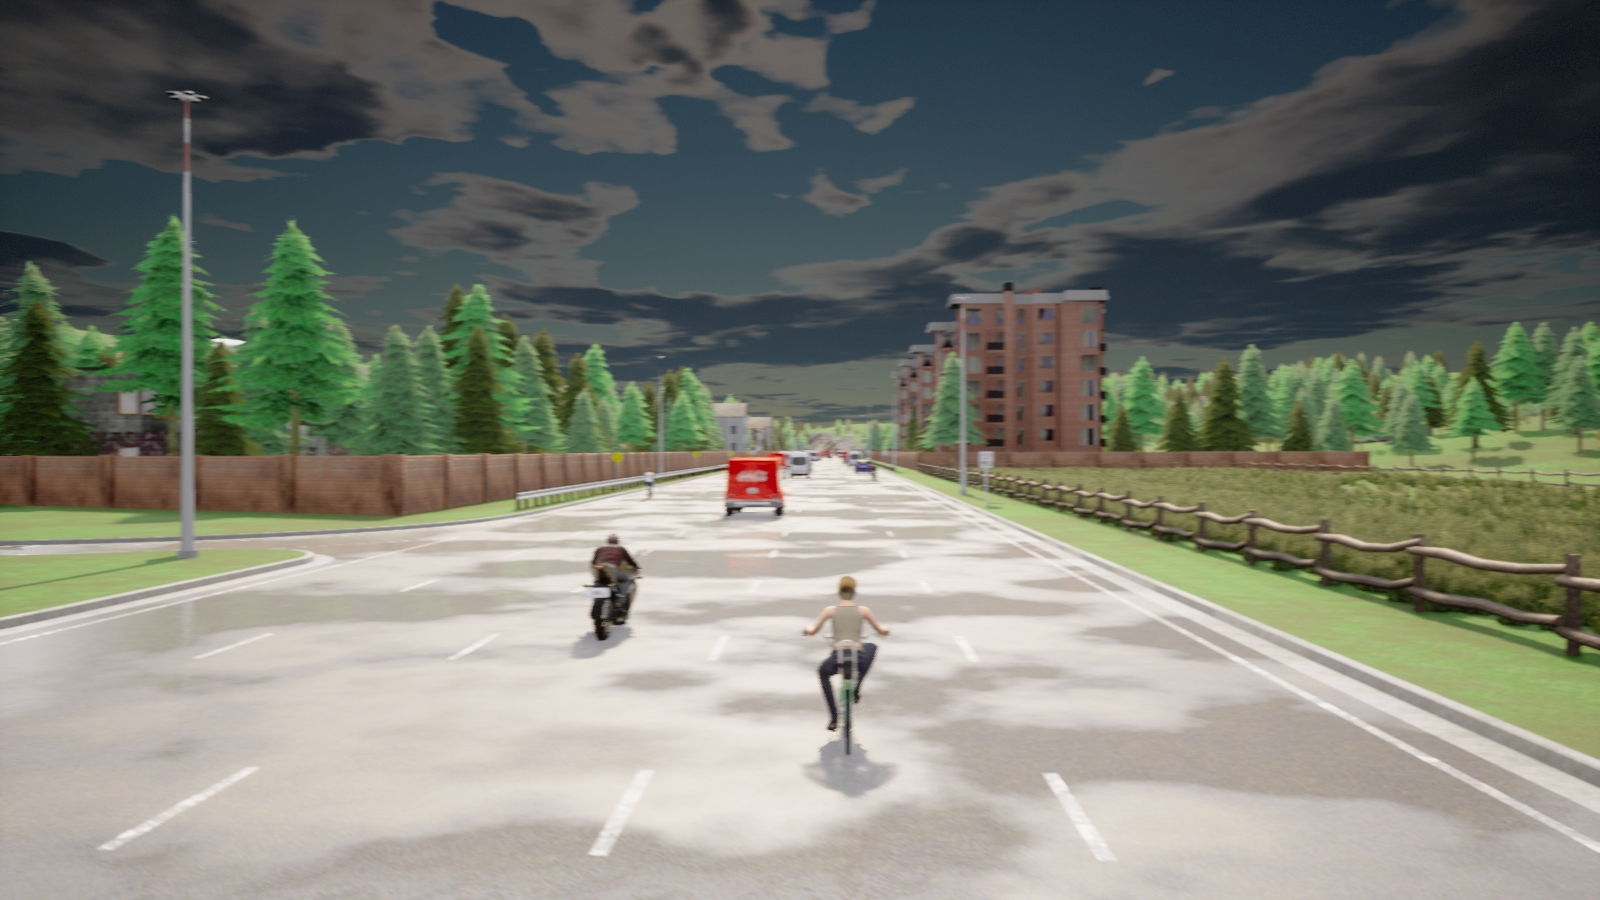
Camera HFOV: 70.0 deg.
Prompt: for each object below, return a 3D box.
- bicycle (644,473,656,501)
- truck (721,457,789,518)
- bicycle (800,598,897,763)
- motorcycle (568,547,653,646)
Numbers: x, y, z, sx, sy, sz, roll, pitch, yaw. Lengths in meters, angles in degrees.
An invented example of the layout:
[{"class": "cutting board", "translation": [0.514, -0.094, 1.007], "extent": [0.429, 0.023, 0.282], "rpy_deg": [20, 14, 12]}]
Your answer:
[{"class": "bicycle", "translation": [-8.420, 2.069, 64.198], "extent": [0.373, 1.496, 1.643], "rpy_deg": [0, 0, 1]}, {"class": "truck", "translation": [-1.891, 1.571, 50.048], "extent": [2.627, 2.467, 5.204], "rpy_deg": [0, 0, 2]}, {"class": "bicycle", "translation": [0.449, 2.156, 10.939], "extent": [0.859, 1.276, 1.487], "rpy_deg": [0, 0, 1]}, {"class": "motorcycle", "translation": [-2.887, 2.210, 17.626], "extent": [0.867, 1.251, 2.209], "rpy_deg": [0, 0, 2]}]
